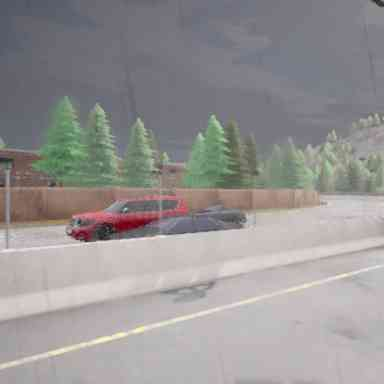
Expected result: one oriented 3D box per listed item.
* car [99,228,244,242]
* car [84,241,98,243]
[{"bbox_3d":[-0.402,1.546,12.268,5.357,1.411,2.033,0,0,-35],"label":"car"},{"bbox_3d":[-2.670,1.219,14.979,5.566,2.045,2.150,0,0,-35],"label":"car"}]
